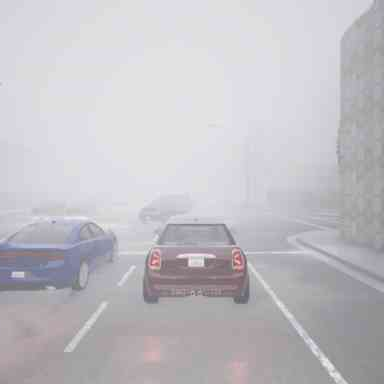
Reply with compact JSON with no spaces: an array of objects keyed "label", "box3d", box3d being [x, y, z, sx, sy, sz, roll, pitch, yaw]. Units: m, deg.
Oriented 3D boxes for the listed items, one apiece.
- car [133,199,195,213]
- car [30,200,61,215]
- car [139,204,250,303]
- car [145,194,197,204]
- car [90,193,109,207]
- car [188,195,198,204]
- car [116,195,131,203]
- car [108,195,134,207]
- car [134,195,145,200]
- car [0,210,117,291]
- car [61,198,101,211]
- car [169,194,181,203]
[{"label":"car","box3d":[-1.895,1.491,23.856,2.128,1.511,4.902,-1,0,23]},{"label":"car","box3d":[-14.080,1.547,33.278,2.033,1.411,5.357,0,0,0]},{"label":"car","box3d":[0.088,1.352,8.389,2.097,1.767,4.553,0,0,0]},{"label":"car","box3d":[-2.431,1.221,37.564,5.566,2.045,2.150,0,0,45]},{"label":"car","box3d":[-14.065,1.222,50.739,2.150,2.045,5.566,0,0,0]},{"label":"car","box3d":[0.137,1.476,65.680,1.882,1.535,5.008,0,0,0]},{"label":"car","box3d":[-13.959,1.474,67.919,1.882,1.535,5.008,0,0,0]},{"label":"car","box3d":[-10.568,1.546,49.911,2.033,1.411,5.357,0,0,0]},{"label":"car","box3d":[-10.474,1.351,66.558,2.097,1.767,4.553,0,0,0]},{"label":"car","box3d":[-3.394,1.477,8.991,1.882,1.535,5.008,0,0,0]},{"label":"car","box3d":[-10.581,1.563,32.010,1.994,1.385,4.181,0,0,0]},{"label":"car","box3d":[-3.359,1.352,67.188,2.097,1.767,4.553,0,0,0]}]
